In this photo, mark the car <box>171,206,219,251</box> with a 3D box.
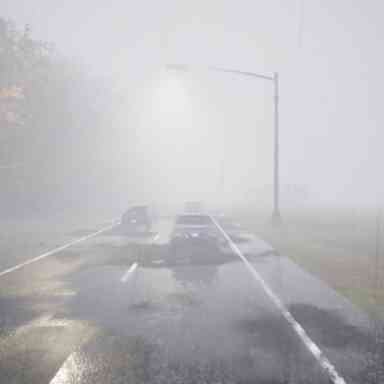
[{"bbox_3d":[0.099,1.557,14.152,2.033,1.411,5.357,0,0,0],"label":"car"}]

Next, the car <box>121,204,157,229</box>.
[{"bbox_3d":[-3.398,1.539,21.734,1.812,1.442,4.674,0,0,0],"label":"car"}]

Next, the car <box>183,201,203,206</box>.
[{"bbox_3d":[0.103,1.564,31.738,2.033,1.411,5.357,0,0,0],"label":"car"}]
